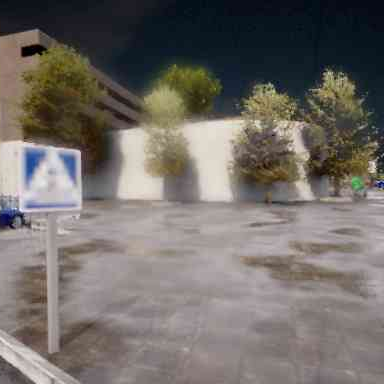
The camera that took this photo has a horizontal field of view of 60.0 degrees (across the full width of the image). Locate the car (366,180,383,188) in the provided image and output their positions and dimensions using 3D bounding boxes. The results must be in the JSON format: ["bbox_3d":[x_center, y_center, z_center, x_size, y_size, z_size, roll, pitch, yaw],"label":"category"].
[{"bbox_3d":[38.715,-1.711,68.063,5.008,1.535,2.097,-4,1,-5],"label":"car"}]

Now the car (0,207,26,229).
[{"bbox_3d":[-9.874,1.021,14.929,2.097,1.535,5.008,2,0,20],"label":"car"}]

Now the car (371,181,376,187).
[{"bbox_3d":[37.946,-1.586,65.205,5.008,1.535,2.097,-4,1,-4],"label":"car"}]

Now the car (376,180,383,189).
[{"bbox_3d":[36.395,-1.327,59.504,4.892,1.521,2.231,-4,2,-4],"label":"car"}]
